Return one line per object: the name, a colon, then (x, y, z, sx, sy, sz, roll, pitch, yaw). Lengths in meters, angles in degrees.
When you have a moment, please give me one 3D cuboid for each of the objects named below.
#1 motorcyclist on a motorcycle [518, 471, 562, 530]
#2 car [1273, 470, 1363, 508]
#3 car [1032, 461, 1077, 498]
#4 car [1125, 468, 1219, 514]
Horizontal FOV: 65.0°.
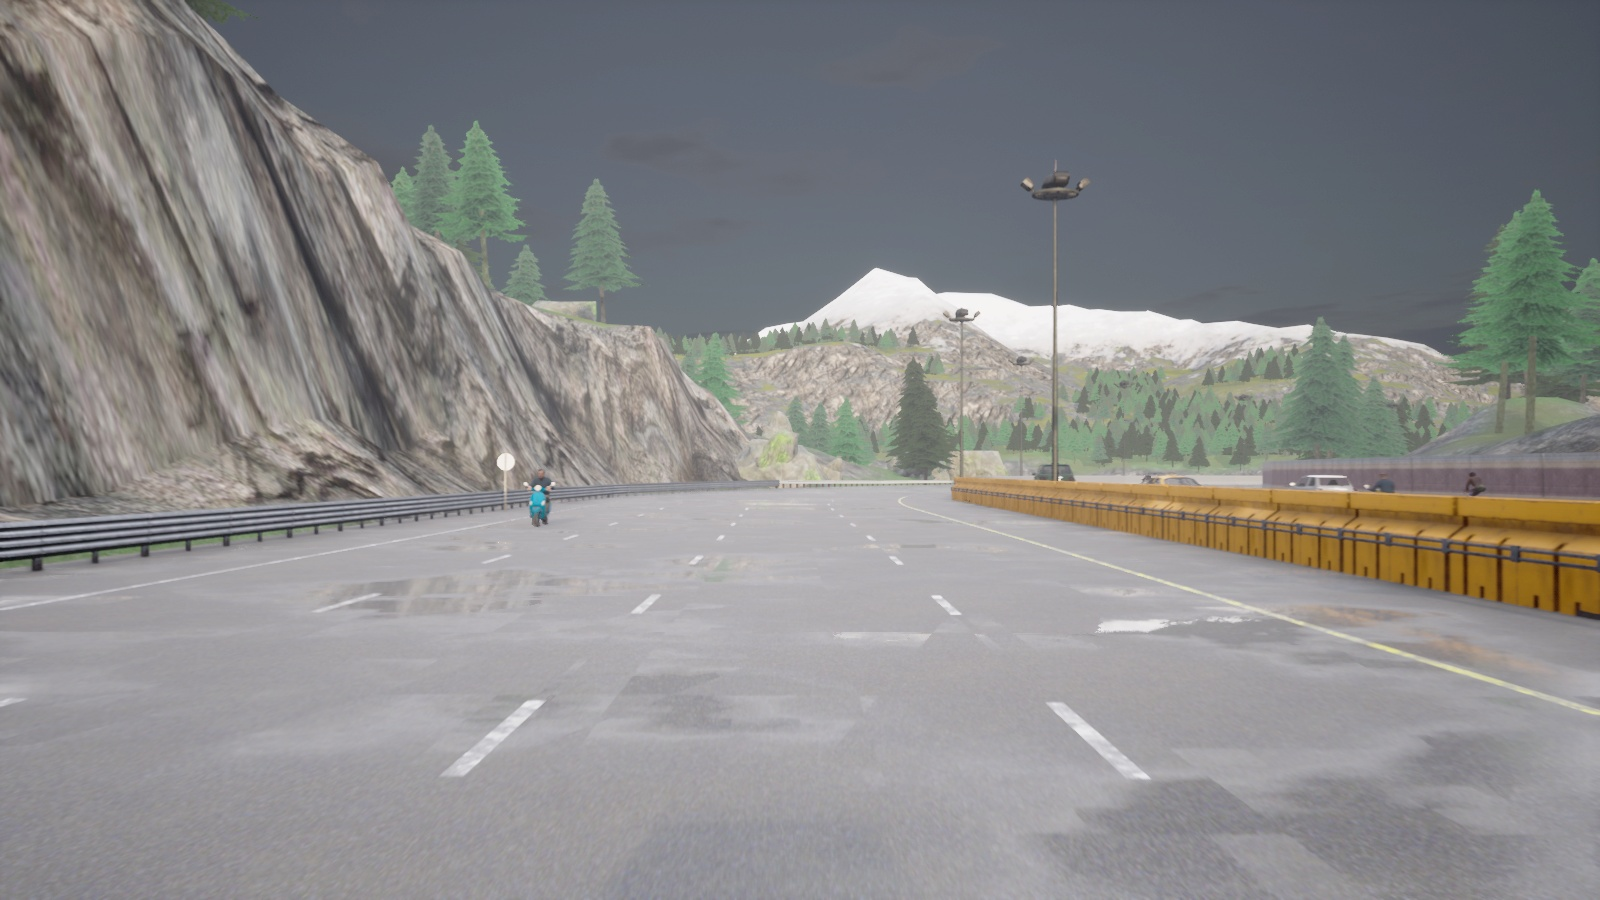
motorcyclist on a motorcycle: (-7.157, 1.378, 34.692, 0.866, 1.590, 1.817, 0, -1, -1)
car: (20.617, 1.537, 50.152, 1.970, 1.475, 3.806, 0, -1, -1)
car: (14.677, 1.692, 72.713, 2.150, 2.045, 5.566, -1, -1, 7)
car: (13.668, 1.477, 46.496, 1.801, 1.575, 5.366, 0, -1, -1)
